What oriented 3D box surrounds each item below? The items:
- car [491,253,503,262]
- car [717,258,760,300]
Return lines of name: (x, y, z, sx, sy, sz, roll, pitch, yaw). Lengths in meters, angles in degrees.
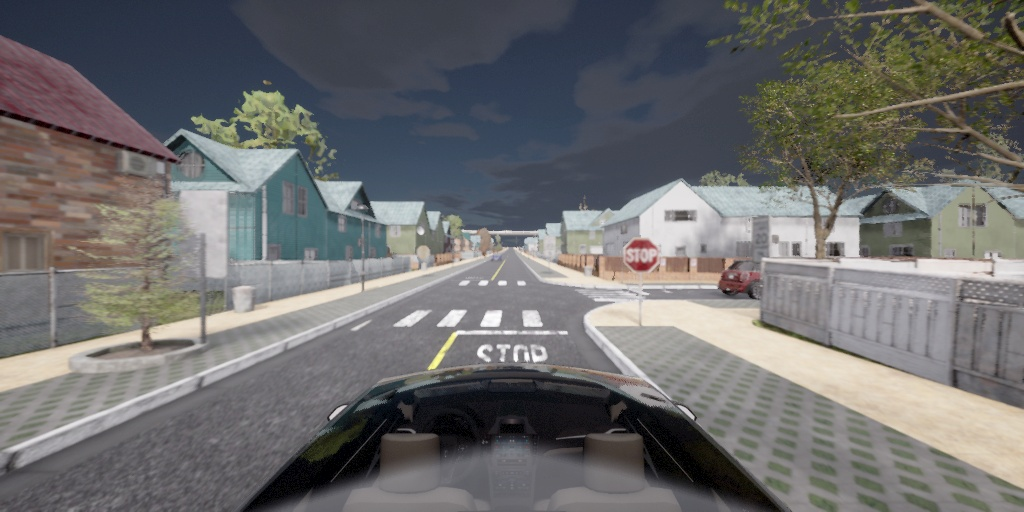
car: (-2.759, 0.258, 64.605, 1.812, 1.442, 4.674, 0, 1, 0)
car: (11.486, 0.917, 15.366, 4.553, 1.767, 2.097, 0, 0, -1)
